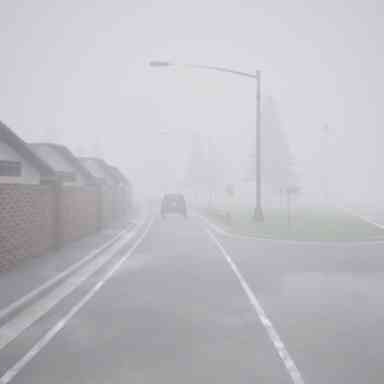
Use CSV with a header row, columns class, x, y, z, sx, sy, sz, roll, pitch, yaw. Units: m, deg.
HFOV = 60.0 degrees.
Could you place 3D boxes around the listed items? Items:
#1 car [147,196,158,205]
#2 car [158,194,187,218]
class,x,y,z,sx,sy,sz,roll,pitch,yaw
car,-6.692,1.409,57.863,2.128,1.511,4.902,0,0,-14
car,-1.728,1.176,29.991,2.150,2.045,5.566,0,0,-6
